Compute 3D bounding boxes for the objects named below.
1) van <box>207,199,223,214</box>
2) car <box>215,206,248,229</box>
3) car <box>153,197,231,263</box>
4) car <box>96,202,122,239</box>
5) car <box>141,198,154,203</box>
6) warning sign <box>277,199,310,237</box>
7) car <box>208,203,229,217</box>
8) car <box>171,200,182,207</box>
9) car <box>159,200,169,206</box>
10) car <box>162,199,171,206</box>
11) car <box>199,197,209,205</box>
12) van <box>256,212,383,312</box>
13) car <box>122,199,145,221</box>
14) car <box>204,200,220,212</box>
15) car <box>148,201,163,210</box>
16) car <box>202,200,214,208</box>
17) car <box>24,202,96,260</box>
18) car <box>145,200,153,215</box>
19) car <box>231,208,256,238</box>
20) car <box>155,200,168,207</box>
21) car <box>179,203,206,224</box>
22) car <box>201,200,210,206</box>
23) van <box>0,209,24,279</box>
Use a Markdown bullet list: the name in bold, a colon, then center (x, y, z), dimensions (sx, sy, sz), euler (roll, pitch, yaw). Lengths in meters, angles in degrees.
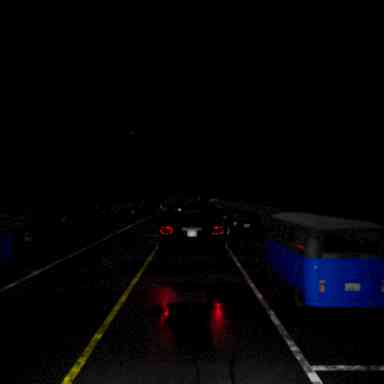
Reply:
- **van**: center (2.776, 1.732, 41.225), dimensions (1.690, 1.788, 3.998), euler (0, -1, 0)
- **car**: center (2.771, 1.795, 24.396), dimensions (1.947, 1.339, 4.313), euler (0, -1, 0)
- **car**: center (0.013, 1.343, 12.590), dimensions (2.150, 2.045, 5.566), euler (0, 0, 0)
- **car**: center (-5.756, 1.491, 18.775), dimensions (2.192, 1.841, 5.009), euler (0, -1, 0)
- **car**: center (-5.749, 1.706, 41.213), dimensions (2.192, 1.841, 5.009), euler (0, -1, 0)
- **warning sign**: center (5.070, 1.271, 16.663), dimensions (1.300, 1.860, 1.060), euler (0, -1, 0)
- **car**: center (2.774, 1.882, 35.614), dimensions (1.887, 1.381, 4.507), euler (0, -1, 0)
- **car**: center (-2.994, 2.232, 65.375), dimensions (1.895, 1.301, 4.718), euler (0, -1, 0)
- **car**: center (-5.742, 2.253, 69.256), dimensions (1.802, 1.307, 4.206), euler (0, -1, 0)
- **car**: center (-5.741, 2.253, 74.696), dimensions (1.752, 1.417, 4.829), euler (0, -1, 0)
- **car**: center (2.786, 2.103, 80.487), dimensions (2.192, 1.841, 5.009), euler (0, -1, 0)
- **van**: center (2.766, 1.412, 7.572), dimensions (1.690, 1.788, 3.998), euler (0, -1, 0)
- **car**: center (-5.753, 1.723, 29.994), dimensions (1.967, 1.590, 4.097), euler (0, -1, 0)
- **car**: center (2.777, 1.886, 46.833), dimensions (1.967, 1.590, 4.097), euler (0, -1, 0)
- **car**: center (-5.747, 2.067, 52.429), dimensions (1.947, 1.339, 4.313), euler (0, -1, 0)
- **car**: center (2.780, 2.123, 58.049), dimensions (1.947, 1.339, 4.313), euler (0, -1, 0)
- **car**: center (-5.757, 1.438, 13.167), dimensions (2.192, 1.841, 5.009), euler (0, -1, 0)
- **car**: center (-5.751, 1.888, 35.602), dimensions (2.008, 1.369, 4.403), euler (0, -1, 0)
- **car**: center (2.769, 1.742, 18.787), dimensions (1.947, 1.339, 4.313), euler (0, -1, 0)
- **car**: center (-5.744, 2.165, 63.647), dimensions (2.008, 1.369, 4.403), euler (0, -1, 0)
- **car**: center (0.030, 1.762, 28.532), dimensions (2.128, 1.511, 4.902), euler (0, 0, 1)
- **car**: center (2.783, 2.254, 69.267), dimensions (1.802, 1.307, 4.206), euler (0, -1, 0)
- **van**: center (-5.759, 1.412, 7.557), dimensions (1.690, 1.788, 3.998), euler (0, -1, 0)
